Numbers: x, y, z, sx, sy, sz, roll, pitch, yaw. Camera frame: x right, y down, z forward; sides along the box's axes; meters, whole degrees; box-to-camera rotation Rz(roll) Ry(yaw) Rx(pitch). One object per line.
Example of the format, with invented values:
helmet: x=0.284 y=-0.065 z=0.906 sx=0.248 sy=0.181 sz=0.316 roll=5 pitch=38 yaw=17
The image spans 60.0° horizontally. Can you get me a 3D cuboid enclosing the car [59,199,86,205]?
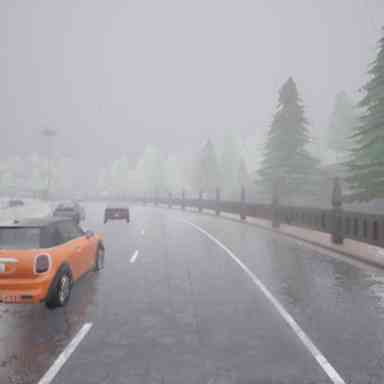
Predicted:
car: x=-9.285 y=1.569 z=25.312 sx=2.128 sy=1.511 sz=4.902 roll=0 pitch=0 yaw=-12

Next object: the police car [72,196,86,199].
police car: x=-26.424 y=1.662 z=77.406 sx=1.930 sy=1.638 sz=5.238 roll=0 pitch=0 yaw=-41

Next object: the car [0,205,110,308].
car: x=-3.597 y=1.377 z=8.082 sx=2.097 sy=1.767 sz=4.553 roll=0 pitch=0 yaw=-3

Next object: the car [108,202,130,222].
car: x=-6.038 y=1.560 z=26.899 sx=1.882 sy=1.535 sz=5.008 roll=0 pitch=0 yaw=-12
